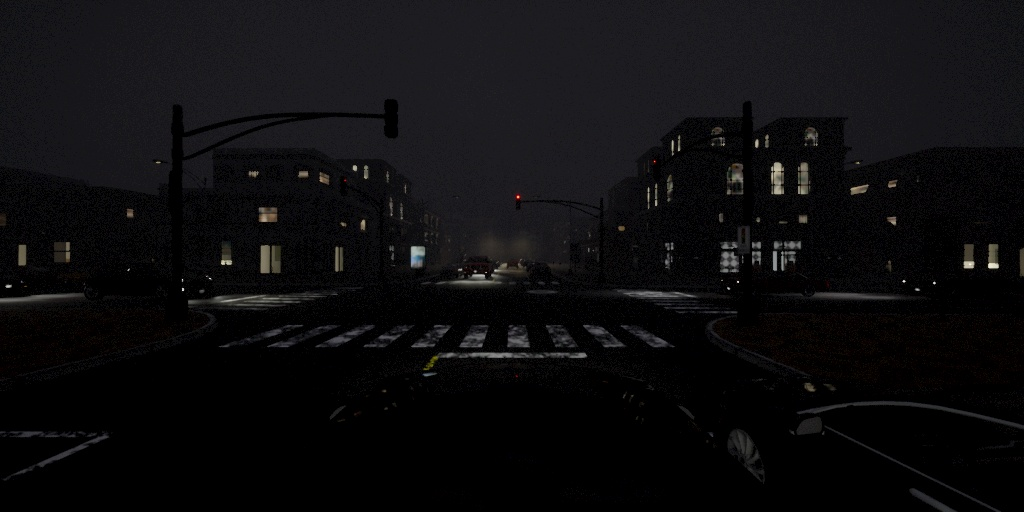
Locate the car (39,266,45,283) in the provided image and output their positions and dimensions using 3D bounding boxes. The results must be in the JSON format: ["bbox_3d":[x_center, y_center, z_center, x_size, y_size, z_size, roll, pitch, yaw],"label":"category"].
[{"bbox_3d":[-30.822,1.227,22.445,4.207,1.307,1.802,0,0,1],"label":"car"}]

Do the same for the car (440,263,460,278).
[{"bbox_3d":[-5.693,1.335,33.982,1.802,1.307,4.207,0,0,0],"label":"car"}]

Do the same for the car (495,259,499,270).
[{"bbox_3d":[-3.098,1.245,43.581,2.128,1.511,4.902,0,0,1],"label":"car"}]

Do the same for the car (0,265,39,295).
[{"bbox_3d":[-25.621,1.141,16.579,4.892,1.490,1.837,0,0,1],"label":"car"}]

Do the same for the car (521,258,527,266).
[{"bbox_3d":[2.685,1.309,61.579,2.007,1.370,4.403,0,0,0],"label":"car"}]

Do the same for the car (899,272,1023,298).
[{"bbox_3d":[23.749,1.481,19.022,4.718,1.301,1.895,0,0,1],"label":"car"}]

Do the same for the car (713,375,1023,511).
[{"bbox_3d":[2.691,1.300,1.580,2.007,1.370,4.403,0,0,0],"label":"car"}]

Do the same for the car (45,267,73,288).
[{"bbox_3d":[-25.456,1.194,22.362,4.829,1.417,1.751,0,0,1],"label":"car"}]

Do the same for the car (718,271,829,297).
[{"bbox_3d":[13.800,1.432,19.168,4.718,1.301,1.895,0,0,1],"label":"car"}]

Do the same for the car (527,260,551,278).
[{"bbox_3d":[2.688,1.318,33.970,1.948,1.339,4.313,0,0,0],"label":"car"}]

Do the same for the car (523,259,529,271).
[{"bbox_3d":[2.687,1.336,45.012,1.802,1.307,4.207,0,0,0],"label":"car"}]

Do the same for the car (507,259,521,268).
[{"bbox_3d":[0.097,1.236,61.243,1.882,1.535,5.008,0,0,0],"label":"car"}]

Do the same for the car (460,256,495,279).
[{"bbox_3d":[-3.115,0.975,33.519,2.150,2.045,5.566,0,0,1],"label":"car"}]

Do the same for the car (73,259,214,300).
[{"bbox_3d":[-16.483,1.028,16.469,4.553,1.767,2.097,0,0,0],"label":"car"}]
